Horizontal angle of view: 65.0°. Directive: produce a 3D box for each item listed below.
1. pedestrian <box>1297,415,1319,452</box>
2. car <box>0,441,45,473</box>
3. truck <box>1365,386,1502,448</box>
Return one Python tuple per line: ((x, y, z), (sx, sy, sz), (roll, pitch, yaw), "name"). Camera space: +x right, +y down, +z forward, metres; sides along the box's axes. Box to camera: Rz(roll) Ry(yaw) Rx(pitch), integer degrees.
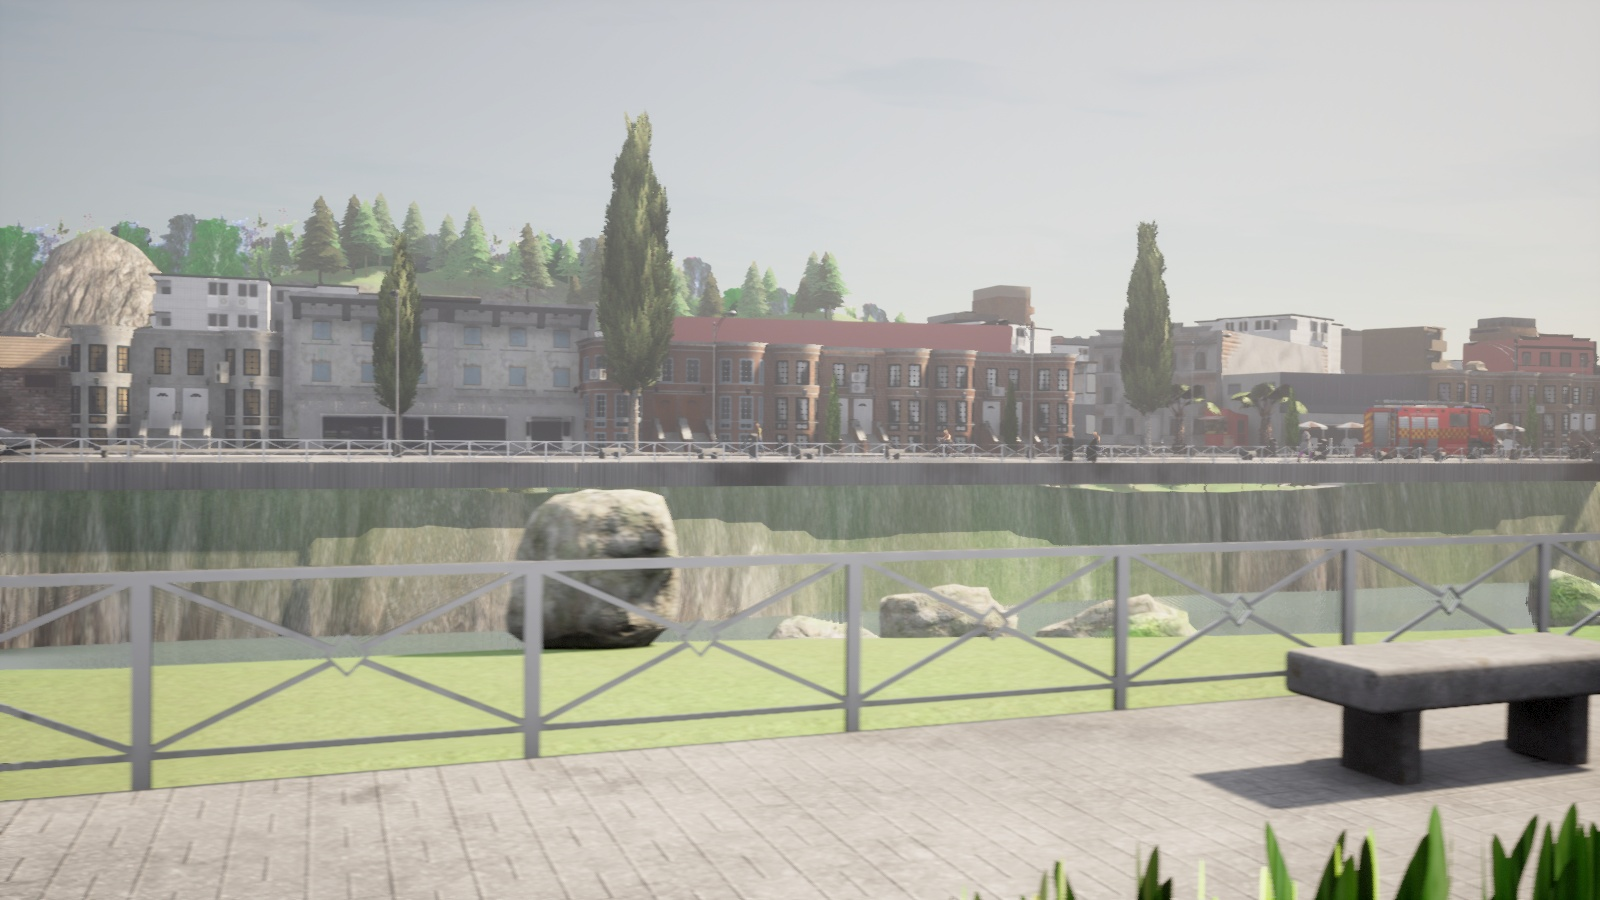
((27.103, -0.868, 67.015), (0.873, 1.952, 0.659), (-1, 1, -23), "pedestrian")
((-36.801, 0.336, 55.741), (5.357, 1.411, 2.033), (-1, 1, -21), "car")
((40.847, -2.126, 80.953), (8.468, 3.827, 2.891), (-1, 1, -21), "truck")
